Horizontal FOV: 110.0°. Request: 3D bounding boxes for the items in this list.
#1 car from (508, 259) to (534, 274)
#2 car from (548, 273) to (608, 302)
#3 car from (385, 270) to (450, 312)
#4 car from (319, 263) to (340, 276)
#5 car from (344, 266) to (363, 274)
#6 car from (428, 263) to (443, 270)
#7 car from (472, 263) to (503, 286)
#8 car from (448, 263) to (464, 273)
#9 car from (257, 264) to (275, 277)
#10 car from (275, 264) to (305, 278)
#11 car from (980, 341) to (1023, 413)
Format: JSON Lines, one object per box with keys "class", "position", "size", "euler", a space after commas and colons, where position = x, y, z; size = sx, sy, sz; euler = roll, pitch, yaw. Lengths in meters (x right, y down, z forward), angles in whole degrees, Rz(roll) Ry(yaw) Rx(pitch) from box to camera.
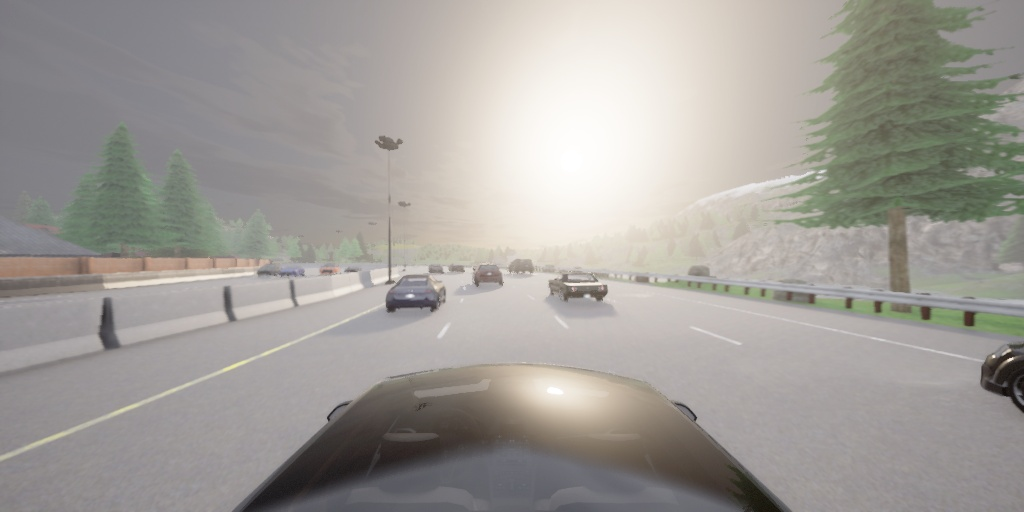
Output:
{"class": "car", "position": [1.148, 1.373, 48.130], "size": [2.150, 2.045, 5.566], "euler": [0, -1, -16]}
{"class": "car", "position": [3.069, 1.463, 17.803], "size": [1.895, 1.301, 4.718], "euler": [0, -1, -5]}
{"class": "car", "position": [-3.965, 1.475, 15.323], "size": [1.994, 1.385, 4.181], "euler": [0, 0, -5]}
{"class": "car", "position": [-25.373, 1.783, 50.005], "size": [2.097, 1.767, 4.553], "euler": [0, -1, -18]}
{"class": "car", "position": [-20.769, 1.961, 47.097], "size": [1.895, 1.301, 4.718], "euler": [0, -1, -16]}
{"class": "car", "position": [-11.363, 1.810, 52.977], "size": [2.128, 1.511, 4.902], "euler": [0, -1, -19]}
{"class": "car", "position": [-2.032, 1.360, 28.560], "size": [2.097, 1.767, 4.553], "euler": [-1, -1, -9]}
{"class": "car", "position": [-8.898, 1.804, 56.754], "size": [1.882, 1.535, 5.008], "euler": [0, -1, -20]}
{"class": "car", "position": [-31.883, 1.825, 47.411], "size": [2.097, 1.767, 4.553], "euler": [0, -1, -18]}
{"class": "car", "position": [-27.440, 1.884, 44.861], "size": [1.882, 1.535, 5.008], "euler": [0, -1, -16]}
{"class": "car", "position": [7.143, 1.254, 2.900], "size": [1.994, 1.385, 4.181], "euler": [0, 0, 0]}
